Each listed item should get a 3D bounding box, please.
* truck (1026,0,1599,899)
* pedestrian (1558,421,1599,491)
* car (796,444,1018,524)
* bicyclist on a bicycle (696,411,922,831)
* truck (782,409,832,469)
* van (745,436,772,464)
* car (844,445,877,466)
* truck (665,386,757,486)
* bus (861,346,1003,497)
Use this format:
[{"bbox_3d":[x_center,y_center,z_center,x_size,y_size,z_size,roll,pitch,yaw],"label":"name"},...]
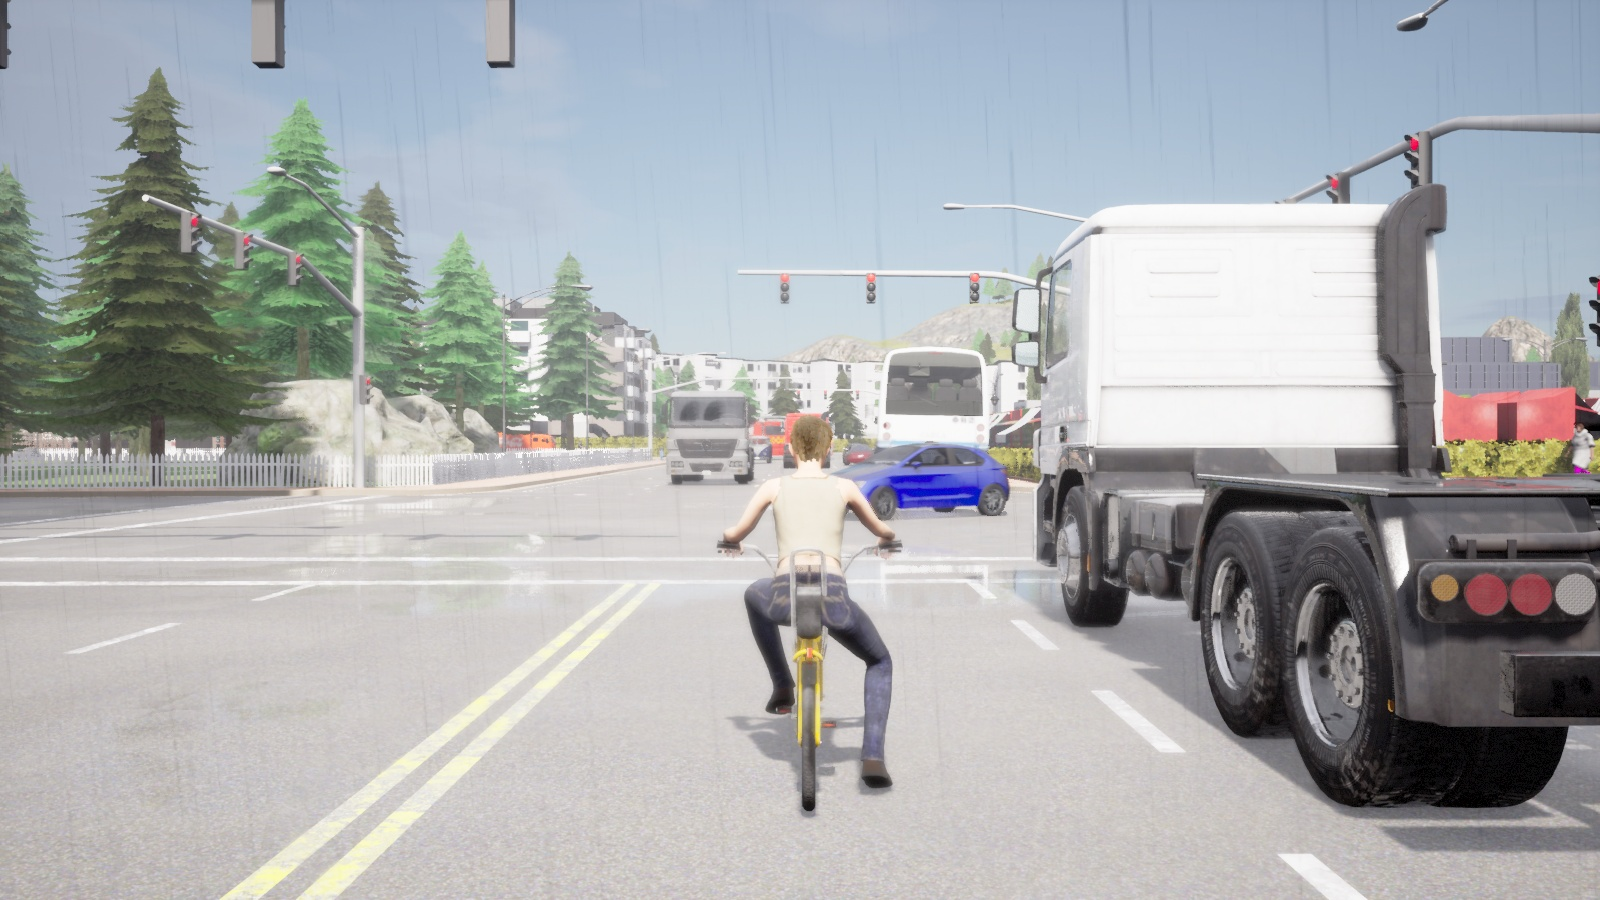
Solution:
[{"bbox_3d":[3.559,-0.277,7.884,2.891,3.462,7.936,0,0,0],"label":"truck"},{"bbox_3d":[21.897,0.164,35.207,0.873,1.952,0.659,0,0,0],"label":"pedestrian"},{"bbox_3d":[2.171,0.612,25.060,4.193,1.474,1.816,0,0,-33],"label":"car"},{"bbox_3d":[0.042,0.652,5.576,0.866,1.612,1.509,0,0,1],"label":"bicyclist on a bicycle"},{"bbox_3d":[0.423,-0.670,76.994,2.891,3.462,7.936,0,0,0],"label":"truck"},{"bbox_3d":[-2.983,-0.016,90.915,1.775,1.987,4.442,0,0,1],"label":"van"},{"bbox_3d":[3.964,0.346,82.889,1.994,1.385,4.181,0,0,1],"label":"car"},{"bbox_3d":[-3.224,-0.507,47.641,2.891,3.462,7.936,0,0,0],"label":"truck"},{"bbox_3d":[4.117,-0.861,41.407,3.944,4.253,10.273,2,0,3],"label":"bus"}]
